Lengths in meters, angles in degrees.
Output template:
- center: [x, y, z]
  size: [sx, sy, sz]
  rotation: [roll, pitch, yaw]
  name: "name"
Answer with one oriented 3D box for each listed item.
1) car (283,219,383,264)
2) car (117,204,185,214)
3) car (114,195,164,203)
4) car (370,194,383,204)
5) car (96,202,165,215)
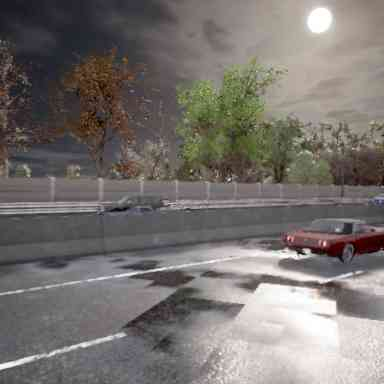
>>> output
- center: [5.506, 1.612, 11.972]
  size: [4.718, 1.301, 1.895]
  rotation: [0, 0, -36]
  name: "car"
- center: [-1.762, 1.610, 19.932]
  size: [4.718, 1.301, 1.895]
  rotation: [0, 0, -35]
  name: "car"
- center: [-4.712, 1.233, 26.425]
  size: [5.566, 2.045, 2.150]
  rotation: [0, 0, -35]
  name: "car"
- center: [29.534, 1.318, 50.781]
  size: [5.566, 2.045, 2.150]
  rotation: [0, 0, -35]
  name: "car"
- center: [-3.802, 1.610, 22.776]
  size: [4.718, 1.301, 1.895]
  rotation: [0, 0, -35]
  name: "car"
